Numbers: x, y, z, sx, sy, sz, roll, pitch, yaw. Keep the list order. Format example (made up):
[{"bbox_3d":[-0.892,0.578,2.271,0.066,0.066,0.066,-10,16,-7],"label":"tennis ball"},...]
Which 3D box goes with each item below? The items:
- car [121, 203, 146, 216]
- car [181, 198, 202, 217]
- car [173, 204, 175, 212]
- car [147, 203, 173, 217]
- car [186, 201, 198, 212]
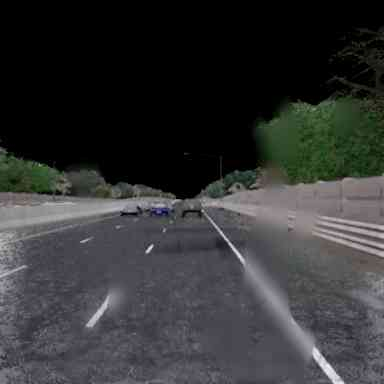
[{"bbox_3d":[-6.998,2.089,39.262,1.994,1.385,4.181,0,-1,0],"label":"car"},{"bbox_3d":[-0.017,1.710,37.251,2.150,2.045,5.566,0,-1,0],"label":"car"},{"bbox_3d":[-3.510,2.256,49.080,2.033,1.411,5.357,0,-1,1],"label":"car"},{"bbox_3d":[-3.512,1.974,37.727,1.882,1.535,5.008,0,-1,0],"label":"car"},{"bbox_3d":[0.016,2.227,51.254,1.882,1.535,5.008,0,-1,1],"label":"car"}]
